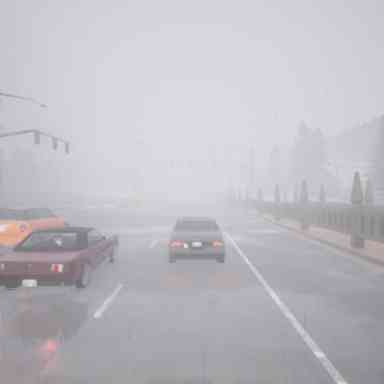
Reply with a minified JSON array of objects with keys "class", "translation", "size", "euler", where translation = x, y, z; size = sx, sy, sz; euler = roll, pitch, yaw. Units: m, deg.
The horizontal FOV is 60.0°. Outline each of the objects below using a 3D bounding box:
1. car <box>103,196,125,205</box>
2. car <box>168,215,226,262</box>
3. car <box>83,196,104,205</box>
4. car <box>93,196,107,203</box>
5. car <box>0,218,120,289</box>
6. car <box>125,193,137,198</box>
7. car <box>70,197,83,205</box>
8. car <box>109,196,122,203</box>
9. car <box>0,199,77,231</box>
[{"class":"car","translation":[-13.734,1.596,58.911],"size":[1.994,1.385,4.181],"euler":[0,0,1]},{"class":"car","translation":[0.157,1.554,12.068],"size":[2.033,1.411,5.357],"euler":[0,0,0]},{"class":"car","translation":[-17.232,1.596,58.860],"size":[1.994,1.385,4.181],"euler":[0,0,1]},{"class":"car","translation":[-20.610,1.565,74.510],"size":[1.812,1.442,4.674],"euler":[0,0,0]},{"class":"car","translation":[-3.358,1.605,9.135],"size":[1.895,1.301,4.718],"euler":[0,0,0]},{"class":"car","translation":[-13.613,1.267,74.011],"size":[2.150,2.045,5.566],"euler":[0,0,0]},{"class":"car","translation":[-20.714,1.579,59.227],"size":[2.033,1.411,5.357],"euler":[0,0,1]},{"class":"car","translation":[-17.111,1.637,74.399],"size":[1.895,1.301,4.718],"euler":[0,0,0]},{"class":"car","translation":[-6.833,1.359,14.022],"size":[2.097,1.767,4.553],"euler":[0,0,0]}]
